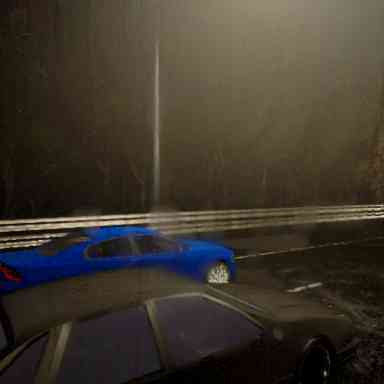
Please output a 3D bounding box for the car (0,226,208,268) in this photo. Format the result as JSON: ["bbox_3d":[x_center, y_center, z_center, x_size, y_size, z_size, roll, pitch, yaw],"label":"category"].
[{"bbox_3d":[-1.282,1.466,7.027,5.008,1.535,1.882,0,0,-35],"label":"car"}]

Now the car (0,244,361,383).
[{"bbox_3d":[-0.556,1.542,3.304,5.357,1.411,2.033,0,0,-35],"label":"car"}]
